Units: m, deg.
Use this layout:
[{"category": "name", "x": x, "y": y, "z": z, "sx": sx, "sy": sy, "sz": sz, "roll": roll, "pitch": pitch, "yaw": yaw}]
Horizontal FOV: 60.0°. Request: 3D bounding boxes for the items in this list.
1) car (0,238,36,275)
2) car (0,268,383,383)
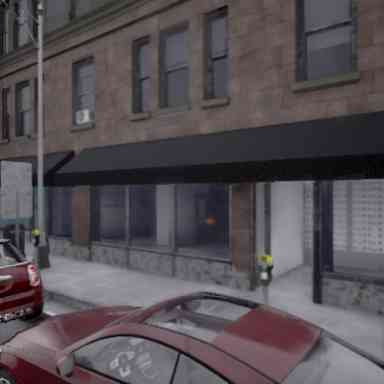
[{"category": "car", "x": -4.582, "y": 1.465, "z": 6.076, "sx": 4.097, "sy": 1.590, "sz": 1.967, "roll": 0, "pitch": 0, "yaw": 35}, {"category": "car", "x": -0.088, "y": 1.588, "z": 2.872, "sx": 4.206, "sy": 1.307, "sz": 1.802, "roll": 0, "pitch": 0, "yaw": 35}]
